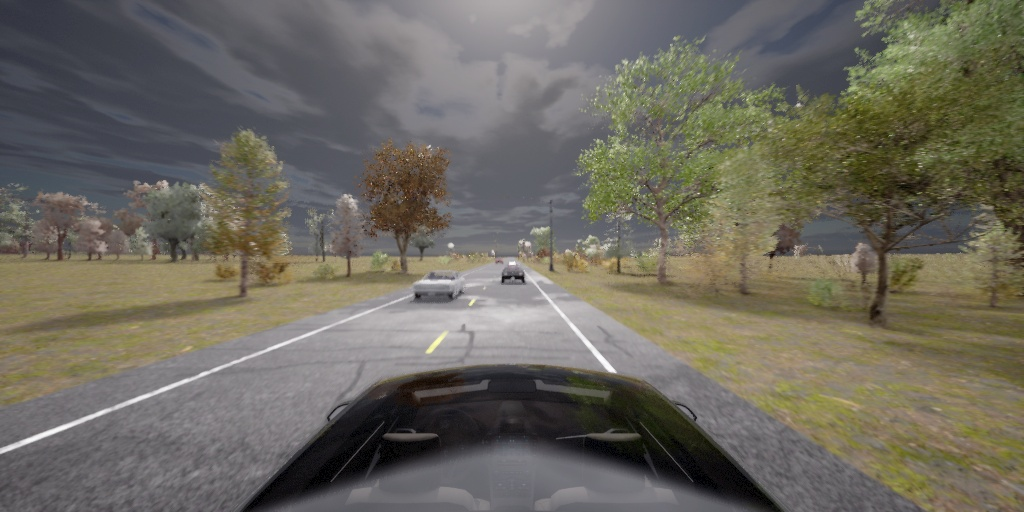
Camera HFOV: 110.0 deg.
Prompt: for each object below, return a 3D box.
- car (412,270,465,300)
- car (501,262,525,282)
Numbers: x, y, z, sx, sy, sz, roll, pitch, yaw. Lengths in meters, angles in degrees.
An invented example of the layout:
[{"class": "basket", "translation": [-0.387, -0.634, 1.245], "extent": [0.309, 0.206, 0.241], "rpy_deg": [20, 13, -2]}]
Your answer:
[{"class": "car", "translation": [-3.600, 1.409, 18.319], "extent": [1.895, 1.301, 4.718], "rpy_deg": [0, 0, 0]}, {"class": "car", "translation": [0.091, 1.446, 29.929], "extent": [1.895, 1.301, 4.718], "rpy_deg": [0, 0, 0]}]
